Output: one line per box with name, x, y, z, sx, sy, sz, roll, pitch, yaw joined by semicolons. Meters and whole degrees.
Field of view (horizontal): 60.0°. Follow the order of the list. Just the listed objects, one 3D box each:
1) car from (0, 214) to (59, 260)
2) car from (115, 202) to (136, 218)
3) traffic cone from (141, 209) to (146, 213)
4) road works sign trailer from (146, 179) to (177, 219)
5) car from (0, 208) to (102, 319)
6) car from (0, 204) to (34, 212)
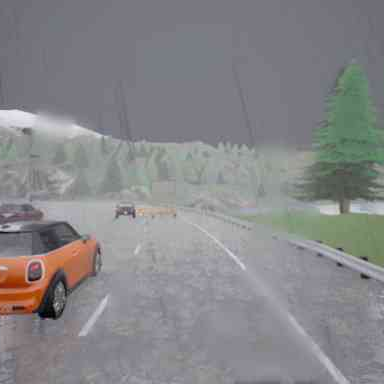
car;-7.359;1.751;14.016;1.895;1.301;4.718;-1;0;-5
car;-6.518;1.712;32.594;1.812;1.442;4.674;0;0;-12
traffic cone;-5.676;2.143;37.852;0.340;0.580;0.340;-1;0;-12
road works sign trailer;-2.736;0.590;31.342;2.380;3.560;2.880;-1;0;-12
car;-3.533;1.426;7.622;2.097;1.767;4.553;-1;0;-3
car;-12.095;1.600;23.485;2.097;1.767;4.553;-1;0;-9
